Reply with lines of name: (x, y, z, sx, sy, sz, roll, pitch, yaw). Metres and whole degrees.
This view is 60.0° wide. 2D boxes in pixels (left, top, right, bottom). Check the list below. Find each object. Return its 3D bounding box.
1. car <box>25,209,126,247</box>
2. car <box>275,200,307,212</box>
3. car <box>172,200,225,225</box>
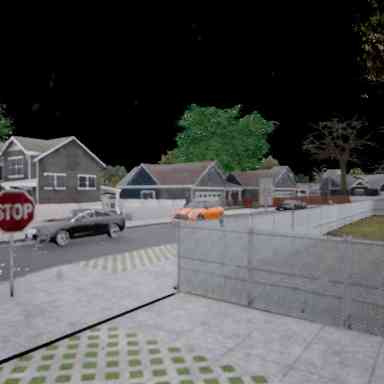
car: (-5.367, 1.574, 15.902, 2.128, 1.511, 4.902, 0, 0, 35)
car: (11.630, 1.617, 38.799, 2.033, 1.411, 5.357, 0, 0, 41)
car: (0.551, 1.430, 24.142, 2.097, 1.767, 4.553, 0, 0, 35)
